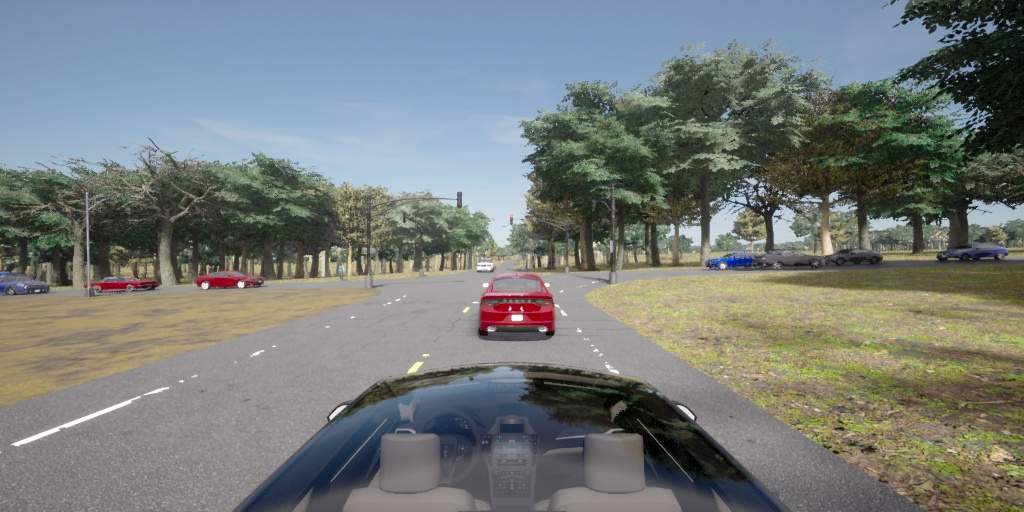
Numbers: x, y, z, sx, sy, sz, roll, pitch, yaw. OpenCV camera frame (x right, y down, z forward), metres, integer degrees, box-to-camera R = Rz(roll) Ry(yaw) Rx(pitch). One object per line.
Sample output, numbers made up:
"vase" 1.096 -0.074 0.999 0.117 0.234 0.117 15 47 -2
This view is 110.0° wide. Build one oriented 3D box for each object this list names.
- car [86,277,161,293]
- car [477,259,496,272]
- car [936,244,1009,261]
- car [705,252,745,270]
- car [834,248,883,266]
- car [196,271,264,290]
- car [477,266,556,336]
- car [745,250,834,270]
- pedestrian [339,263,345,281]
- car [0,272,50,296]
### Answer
"car" -33.155 2.421 30.681 4.718 1.301 1.895 -2 -1 3
"car" -3.924 1.396 53.047 2.150 2.045 5.566 0 -1 1
"car" 40.038 -0.335 31.226 4.674 1.442 1.812 -2 -1 2
"car" 20.001 0.394 32.089 5.008 1.535 1.882 -2 -1 2
"car" 29.861 0.054 31.673 4.674 1.442 1.812 -2 -1 2
"car" -23.690 1.976 30.255 5.008 1.535 1.882 -2 -1 2
"car" 0.127 1.230 10.484 1.882 1.535 5.008 0 0 0
"car" 21.786 0.299 28.345 4.902 1.511 2.128 -2 -1 3
"pedestrian" -17.914 1.668 37.603 0.375 1.860 0.375 0 1 3
"car" -43.329 2.503 31.167 4.553 1.767 2.097 -2 -1 3
